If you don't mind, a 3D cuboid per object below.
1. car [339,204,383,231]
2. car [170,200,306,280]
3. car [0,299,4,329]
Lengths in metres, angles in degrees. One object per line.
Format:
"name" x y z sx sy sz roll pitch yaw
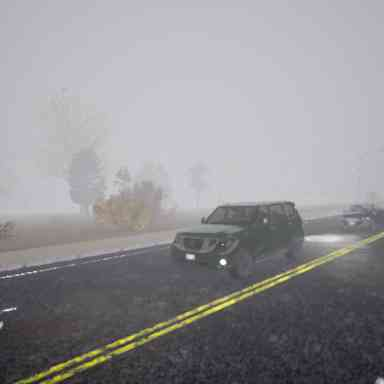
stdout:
"car" 10.913 1.529 21.118 2.128 1.511 4.902 -2 -1 42
"car" 1.775 1.337 10.907 2.150 2.045 5.566 -2 -1 42
"car" -4.795 1.667 3.527 2.128 1.511 4.902 -2 -1 42
